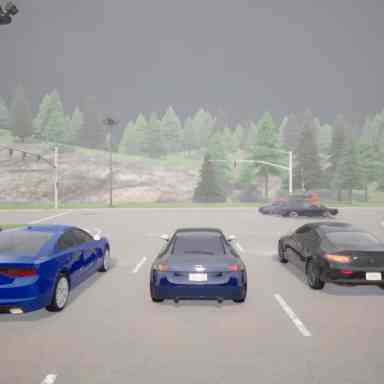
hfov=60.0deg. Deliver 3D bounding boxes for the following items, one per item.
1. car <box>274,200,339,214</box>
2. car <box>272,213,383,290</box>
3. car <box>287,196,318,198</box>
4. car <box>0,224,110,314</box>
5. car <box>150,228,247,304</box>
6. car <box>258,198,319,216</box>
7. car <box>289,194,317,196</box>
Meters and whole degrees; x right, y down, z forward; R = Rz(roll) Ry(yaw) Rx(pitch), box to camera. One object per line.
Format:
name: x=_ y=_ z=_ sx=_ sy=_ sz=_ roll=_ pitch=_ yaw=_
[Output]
car: x=9.752 y=1.600 z=28.235 sx=4.718 sy=1.301 sz=1.895 roll=0 pitch=0 yaw=-5
car: x=3.679 y=1.526 z=8.974 sx=1.812 sy=1.442 sz=4.674 roll=0 pitch=0 yaw=1
car: x=12.095 y=1.504 z=38.926 sx=4.892 sy=1.490 sz=1.837 roll=0 pitch=0 yaw=-4
car: x=-3.350 y=1.477 z=7.739 sx=1.882 sy=1.535 sz=5.008 roll=0 pitch=0 yaw=1
car: x=0.162 y=1.564 z=8.237 sx=1.994 sy=1.385 sz=4.181 roll=0 pitch=0 yaw=1
car: x=9.123 y=1.546 z=31.697 sx=5.357 sy=1.411 sz=2.033 roll=0 pitch=0 yaw=-5
car: x=13.400 y=1.219 z=42.539 sx=5.566 sy=2.045 sz=2.150 roll=0 pitch=0 yaw=-3
